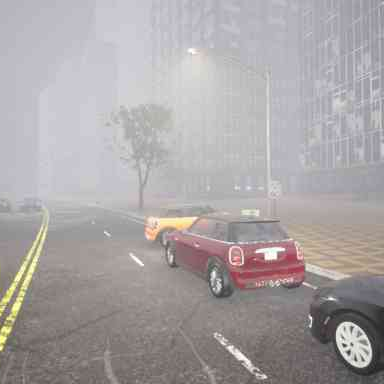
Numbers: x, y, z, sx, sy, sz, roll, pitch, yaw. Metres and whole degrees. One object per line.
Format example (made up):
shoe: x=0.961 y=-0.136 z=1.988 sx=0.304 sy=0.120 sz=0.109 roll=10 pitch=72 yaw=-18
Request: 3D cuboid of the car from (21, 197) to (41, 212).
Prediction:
car: x=-19.013 y=1.393 z=39.353 sx=2.097 sy=1.767 sz=4.553 roll=0 pitch=0 yaw=-24

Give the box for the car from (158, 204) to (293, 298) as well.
car: x=0.836 y=1.355 z=8.900 sx=2.097 sy=1.767 sz=4.553 roll=0 pitch=0 yaw=-22

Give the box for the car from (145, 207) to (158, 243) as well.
car: x=0.287 y=1.277 z=14.541 sx=4.553 sy=1.767 sz=2.097 roll=-3 pitch=1 yaw=-18

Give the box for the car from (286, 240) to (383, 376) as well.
car: x=3.595 y=1.505 z=3.441 sx=1.837 sy=1.490 sz=4.892 roll=0 pitch=0 yaw=-36

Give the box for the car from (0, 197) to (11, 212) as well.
car: x=-21.976 y=1.390 z=38.018 sx=2.097 sy=1.767 sz=4.553 roll=0 pitch=0 yaw=-24
